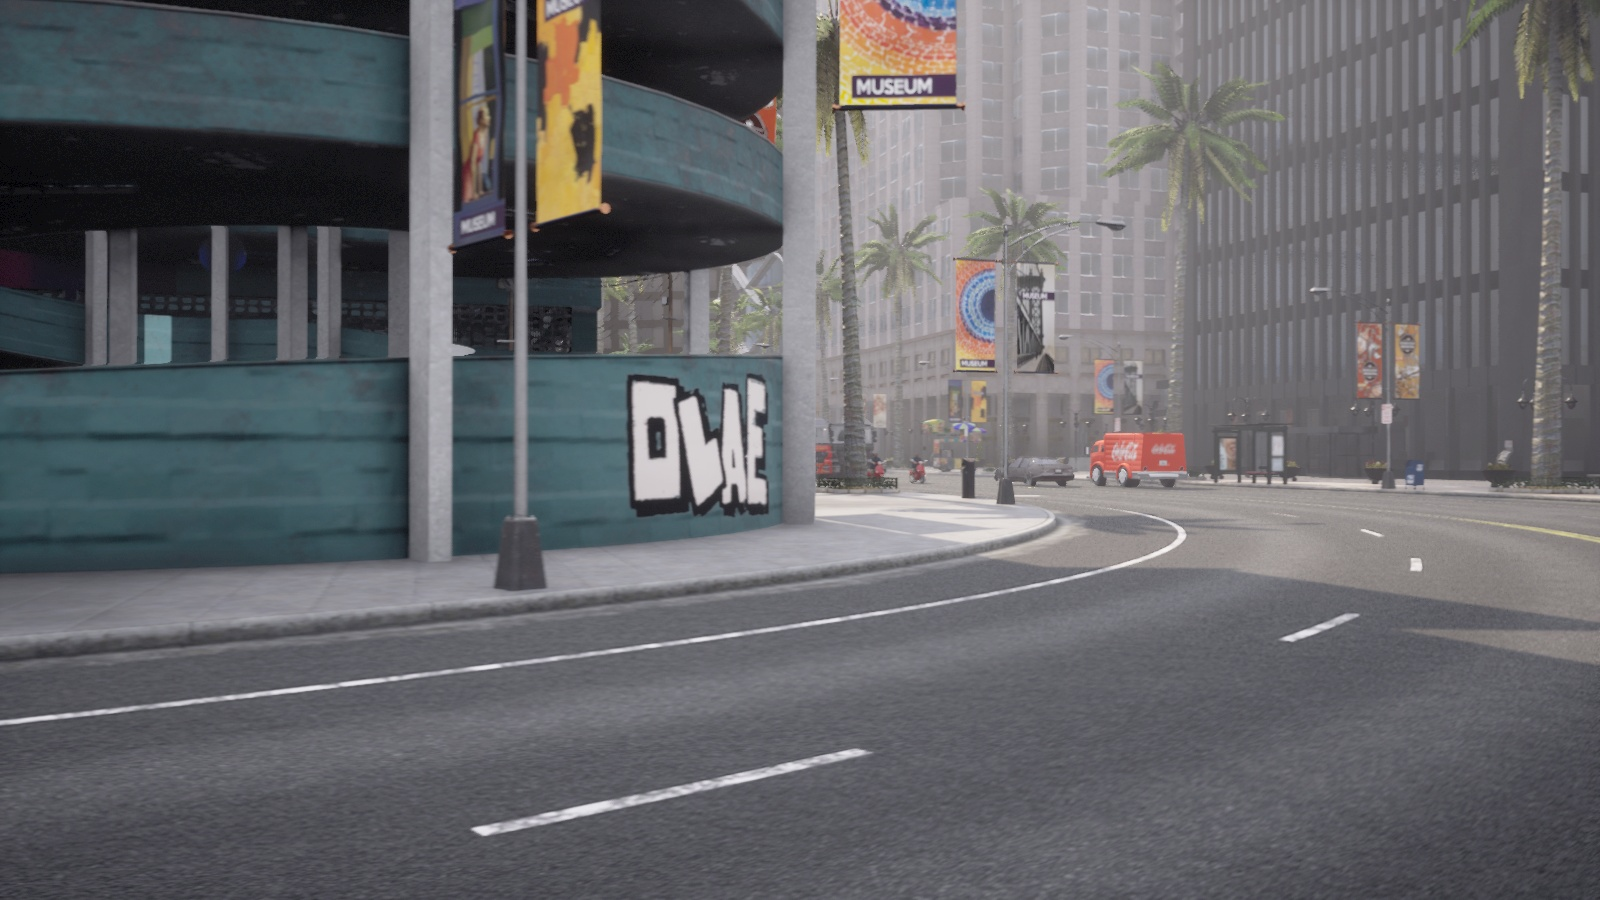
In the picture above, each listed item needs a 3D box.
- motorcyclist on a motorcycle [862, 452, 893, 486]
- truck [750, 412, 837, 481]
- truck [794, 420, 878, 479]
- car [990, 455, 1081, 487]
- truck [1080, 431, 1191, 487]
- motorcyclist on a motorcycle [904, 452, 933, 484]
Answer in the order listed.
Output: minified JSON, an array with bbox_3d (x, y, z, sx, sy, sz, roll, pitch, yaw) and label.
[{"bbox_3d":[3.659,0.882,59.491,0.866,1.590,1.817,0,0,-17],"label":"motorcyclist on a motorcycle"},{"bbox_3d":[-0.531,-0.177,74.290,2.891,3.827,8.468,0,0,-17],"label":"truck"},{"bbox_3d":[2.119,0.009,77.671,2.891,3.462,7.936,0,0,-17],"label":"truck"},{"bbox_3d":[11.099,0.956,59.638,2.033,1.411,5.357,0,0,-16],"label":"car"},{"bbox_3d":[15.315,0.403,57.717,2.627,2.467,5.204,0,0,-16],"label":"truck"},{"bbox_3d":[6.021,0.889,63.840,0.866,1.590,1.817,0,0,-17],"label":"motorcyclist on a motorcycle"}]
